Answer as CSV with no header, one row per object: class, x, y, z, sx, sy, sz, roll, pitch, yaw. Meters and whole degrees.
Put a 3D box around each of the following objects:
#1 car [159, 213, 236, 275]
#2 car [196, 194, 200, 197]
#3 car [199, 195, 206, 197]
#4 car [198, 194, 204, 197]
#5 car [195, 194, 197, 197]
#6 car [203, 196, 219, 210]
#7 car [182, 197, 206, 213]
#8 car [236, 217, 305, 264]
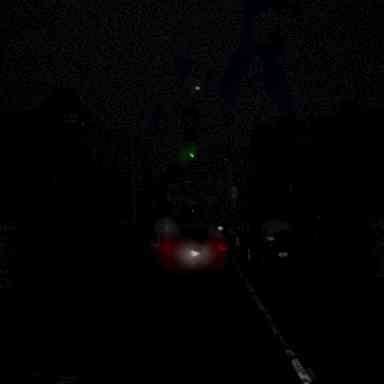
car,0.069,1.578,10.547,1.994,1.385,4.181,0,0,0
car,2.516,1.565,71.836,1.967,1.590,4.097,-1,0,0
car,2.542,1.675,55.239,1.802,1.307,4.206,-1,0,0
car,2.526,1.659,66.304,1.887,1.381,4.507,-1,0,0
car,2.494,1.707,88.434,2.008,1.369,4.403,-1,0,0
car,2.557,1.617,44.174,1.887,1.381,4.507,-1,0,0
car,0.048,1.523,31.731,1.882,1.535,5.008,0,0,0
car,2.604,1.567,11.729,2.008,1.369,4.403,-1,0,0
